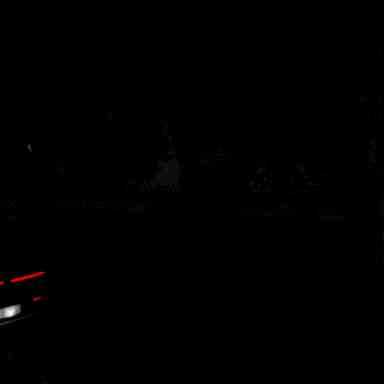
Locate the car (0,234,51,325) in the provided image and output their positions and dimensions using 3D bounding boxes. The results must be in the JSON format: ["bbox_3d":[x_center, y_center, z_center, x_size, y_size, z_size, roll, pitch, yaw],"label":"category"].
[{"bbox_3d":[-4.616,1.493,6.274,4.892,1.490,1.837,0,0,36],"label":"car"}]
